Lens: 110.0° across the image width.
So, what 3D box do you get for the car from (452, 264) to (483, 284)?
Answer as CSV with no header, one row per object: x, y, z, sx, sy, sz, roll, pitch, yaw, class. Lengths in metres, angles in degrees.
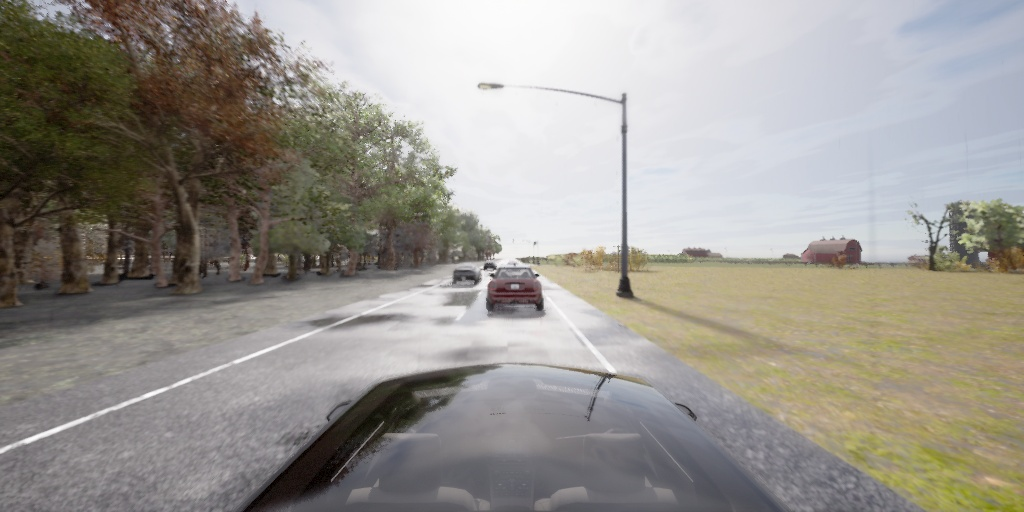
-3.384,1.338,27.549,1.837,1.490,4.892,0,0,0,car

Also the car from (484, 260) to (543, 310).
0.110,1.146,15.153,2.097,1.767,4.553,0,0,0,car

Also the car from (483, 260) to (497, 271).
-3.369,1.421,55.754,1.837,1.490,4.892,0,0,0,car
